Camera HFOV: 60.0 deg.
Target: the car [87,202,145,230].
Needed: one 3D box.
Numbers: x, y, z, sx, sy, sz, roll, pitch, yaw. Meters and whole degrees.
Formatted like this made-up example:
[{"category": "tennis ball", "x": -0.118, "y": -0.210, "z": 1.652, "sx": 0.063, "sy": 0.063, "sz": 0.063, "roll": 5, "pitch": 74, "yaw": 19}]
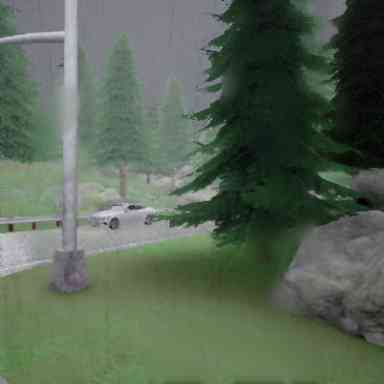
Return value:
[{"category": "car", "x": -4.158, "y": 1.378, "z": 20.356, "sx": 1.812, "sy": 1.442, "sz": 4.674, "roll": 1, "pitch": 1, "yaw": 35}]
